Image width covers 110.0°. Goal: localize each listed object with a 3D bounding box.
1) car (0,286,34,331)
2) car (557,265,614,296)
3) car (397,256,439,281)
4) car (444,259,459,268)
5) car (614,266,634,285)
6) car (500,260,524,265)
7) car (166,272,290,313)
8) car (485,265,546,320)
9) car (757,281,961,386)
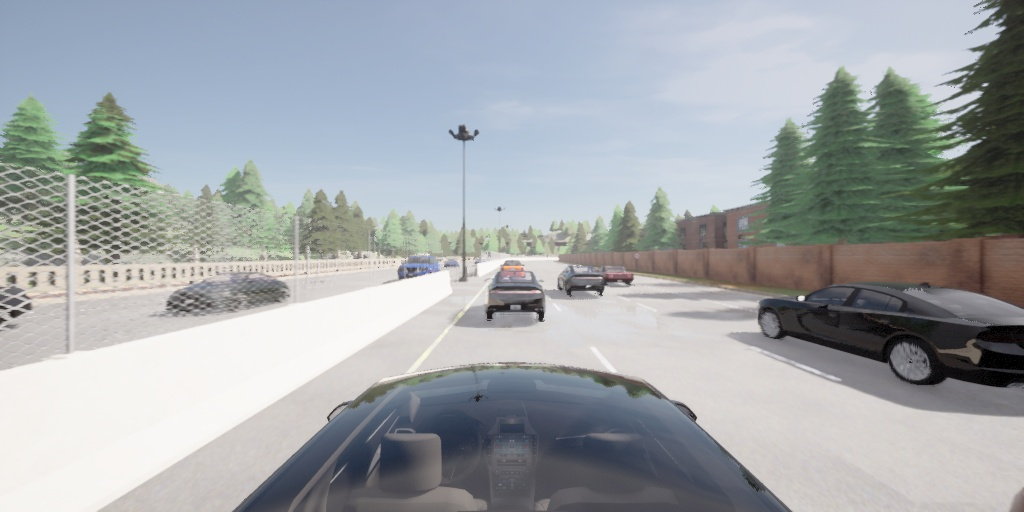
[{"bbox_3d":[-14.098,1.242,7.732,2.128,1.511,4.902,0,0,0],"label":"car"},{"bbox_3d":[3.589,1.243,19.306,2.128,1.511,4.902,0,0,0],"label":"car"},{"bbox_3d":[-7.153,0.974,28.036,2.150,2.045,5.566,0,0,0],"label":"car"},{"bbox_3d":[-10.071,1.281,60.336,1.812,1.442,4.674,0,0,2],"label":"car"},{"bbox_3d":[7.047,1.352,25.721,1.895,1.301,4.718,0,0,0],"label":"car"},{"bbox_3d":[0.030,1.104,30.568,2.097,1.767,4.553,0,0,0],"label":"car"},{"bbox_3d":[-10.598,1.315,13.788,1.994,1.385,4.181,0,0,0],"label":"car"},{"bbox_3d":[0.102,1.242,12.568,2.128,1.511,4.902,0,0,0],"label":"car"},{"bbox_3d":[7.103,1.228,6.994,1.882,1.535,5.008,0,0,0],"label":"car"}]
